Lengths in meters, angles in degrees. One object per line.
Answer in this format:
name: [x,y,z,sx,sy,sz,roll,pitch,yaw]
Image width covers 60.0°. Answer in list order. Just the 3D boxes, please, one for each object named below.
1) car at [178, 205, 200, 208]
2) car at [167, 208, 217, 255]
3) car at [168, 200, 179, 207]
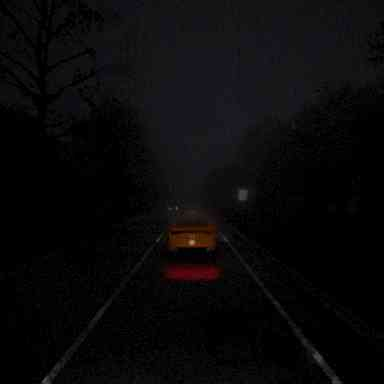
car: [0.020,1.883,28.911,1.812,1.442,4.674,0,0,1]
car: [0.027,1.658,14.278,1.882,1.535,5.008,0,-1,1]
car: [-3.526,2.169,64.561,2.033,1.411,5.357,0,0,1]
